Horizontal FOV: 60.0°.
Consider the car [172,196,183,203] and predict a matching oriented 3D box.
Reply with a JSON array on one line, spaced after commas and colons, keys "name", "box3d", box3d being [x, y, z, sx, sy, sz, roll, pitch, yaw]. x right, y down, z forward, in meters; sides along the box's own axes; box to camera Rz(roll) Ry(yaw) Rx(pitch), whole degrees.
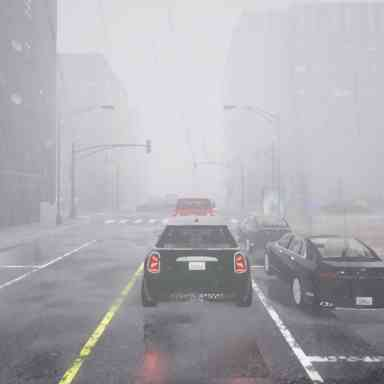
[{"name": "car", "box3d": [-3.024, 1.553, 70.725, 2.128, 1.511, 4.902, 0, 0, 0]}]

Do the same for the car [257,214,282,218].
[{"name": "car", "box3d": [2.826, 1.555, 13.204, 2.008, 1.369, 4.403, 1, 0, 0]}]

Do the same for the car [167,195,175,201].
[{"name": "car", "box3d": [-5.710, 1.603, 90.431, 1.947, 1.339, 4.313, 1, 0, 0]}]

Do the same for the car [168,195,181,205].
[{"name": "car", "box3d": [-3.089, 1.375, 60.655, 2.097, 1.767, 4.553, 0, 0, 0]}]

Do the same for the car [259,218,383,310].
[{"name": "car", "box3d": [2.828, 1.553, 7.634, 2.008, 1.369, 4.403, 1, 0, 0]}]

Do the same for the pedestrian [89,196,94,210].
[{"name": "pedestrian", "box3d": [-12.543, 1.348, 41.356, 0.375, 1.860, 0.375, 0, 0, 0]}]

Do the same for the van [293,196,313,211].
[{"name": "van", "box3d": [13.751, 1.297, 38.220, 3.998, 1.788, 1.690, 0, 0, 0]}]

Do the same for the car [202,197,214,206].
[{"name": "car", "box3d": [2.681, 1.604, 56.967, 1.802, 1.307, 4.206, 1, 0, 0]}]

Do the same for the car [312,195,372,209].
[{"name": "car", "box3d": [16.030, 1.377, 35.622, 5.008, 1.535, 1.882, 0, -1, 0]}]

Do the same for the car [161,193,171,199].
[{"name": "car", "box3d": [-3.138, 1.240, 51.086, 2.150, 2.045, 5.566, 0, 0, 0]}]

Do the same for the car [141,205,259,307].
[{"name": "car", "box3d": [0.098, 1.354, 8.130, 2.097, 1.767, 4.553, 0, 0, 0]}]

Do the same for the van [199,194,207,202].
[{"name": "van", "box3d": [2.676, 1.373, 79.253, 1.690, 1.788, 3.998, 1, 0, 0]}]

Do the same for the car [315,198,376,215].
[{"name": "car", "box3d": [13.693, 1.413, 29.839, 4.206, 1.307, 1.802, 0, 0, 0]}]

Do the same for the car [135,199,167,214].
[{"name": "car", "box3d": [-3.663, 1.653, 35.754, 4.718, 1.301, 1.895, 0, -1, 0]}]

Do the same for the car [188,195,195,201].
[{"name": "car", "box3d": [-0.032, 1.538, 90.876, 1.837, 1.490, 4.892, 0, 0, 0]}]

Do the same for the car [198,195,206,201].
[{"name": "car", "box3d": [2.670, 1.582, 90.394, 1.887, 1.381, 4.507, 1, 0, 0]}]

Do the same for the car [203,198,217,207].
[{"name": "car", "box3d": [2.683, 1.585, 51.396, 1.947, 1.339, 4.313, 1, 0, 0]}]

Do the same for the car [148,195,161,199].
[{"name": "car", "box3d": [-5.693, 1.334, 51.433, 2.192, 1.841, 5.009, 1, 0, 0]}]

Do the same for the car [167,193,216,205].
[{"name": "car", "box3d": [0.082, 1.228, 17.601, 2.150, 2.045, 5.566, 0, 0, 0]}]

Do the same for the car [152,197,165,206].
[{"name": "car", "box3d": [-5.699, 1.566, 57.005, 1.887, 1.381, 4.507, 1, 0, 0]}]

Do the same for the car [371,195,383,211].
[{"name": "car", "box3d": [19.278, 1.228, 38.183, 5.009, 1.841, 2.192, 0, 0, 0]}]

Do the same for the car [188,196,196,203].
[{"name": "car", "box3d": [-0.006, 1.554, 73.828, 1.812, 1.442, 4.674, 0, 0, 0]}]
